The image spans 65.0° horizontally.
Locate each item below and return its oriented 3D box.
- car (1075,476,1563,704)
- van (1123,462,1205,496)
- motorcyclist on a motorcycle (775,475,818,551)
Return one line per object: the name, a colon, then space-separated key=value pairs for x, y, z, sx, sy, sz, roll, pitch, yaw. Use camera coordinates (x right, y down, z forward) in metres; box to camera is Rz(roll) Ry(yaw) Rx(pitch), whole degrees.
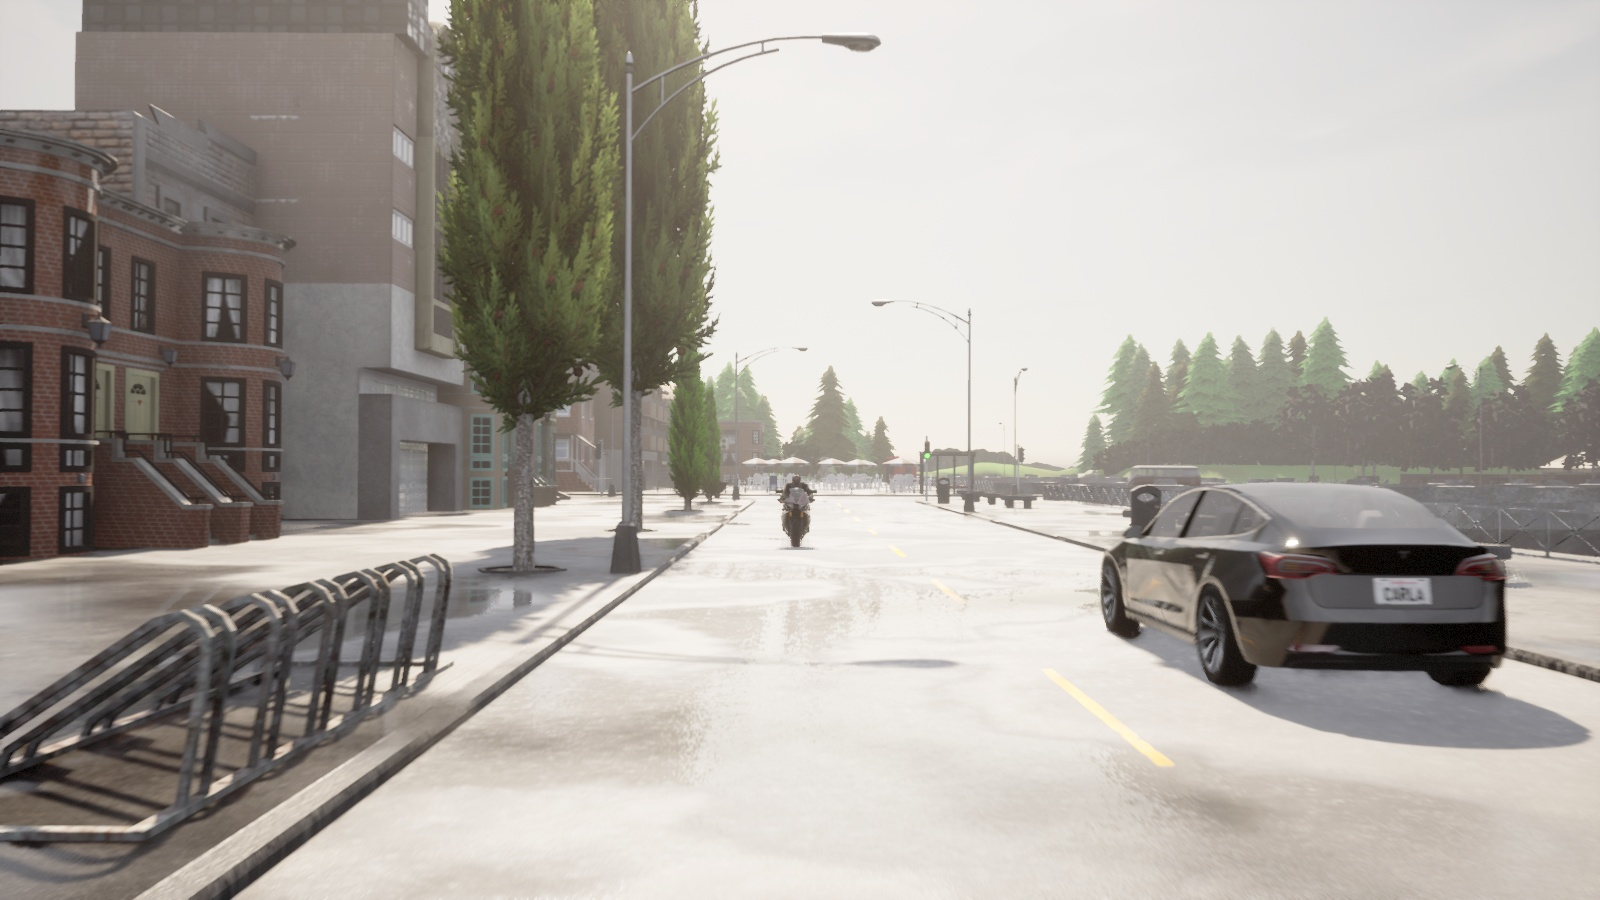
car: x=3.971 y=0.978 z=10.737 sx=2.163 sy=1.488 sz=4.792 roll=0 pitch=-1 yaw=0
van: x=22.030 y=1.754 z=76.160 sx=4.442 sy=1.987 sz=1.775 roll=0 pitch=-1 yaw=1
motorcyclist on a motorcycle: x=-0.069 y=1.292 z=26.377 sx=0.866 sy=1.530 sz=2.191 roll=0 pitch=-1 yaw=0
